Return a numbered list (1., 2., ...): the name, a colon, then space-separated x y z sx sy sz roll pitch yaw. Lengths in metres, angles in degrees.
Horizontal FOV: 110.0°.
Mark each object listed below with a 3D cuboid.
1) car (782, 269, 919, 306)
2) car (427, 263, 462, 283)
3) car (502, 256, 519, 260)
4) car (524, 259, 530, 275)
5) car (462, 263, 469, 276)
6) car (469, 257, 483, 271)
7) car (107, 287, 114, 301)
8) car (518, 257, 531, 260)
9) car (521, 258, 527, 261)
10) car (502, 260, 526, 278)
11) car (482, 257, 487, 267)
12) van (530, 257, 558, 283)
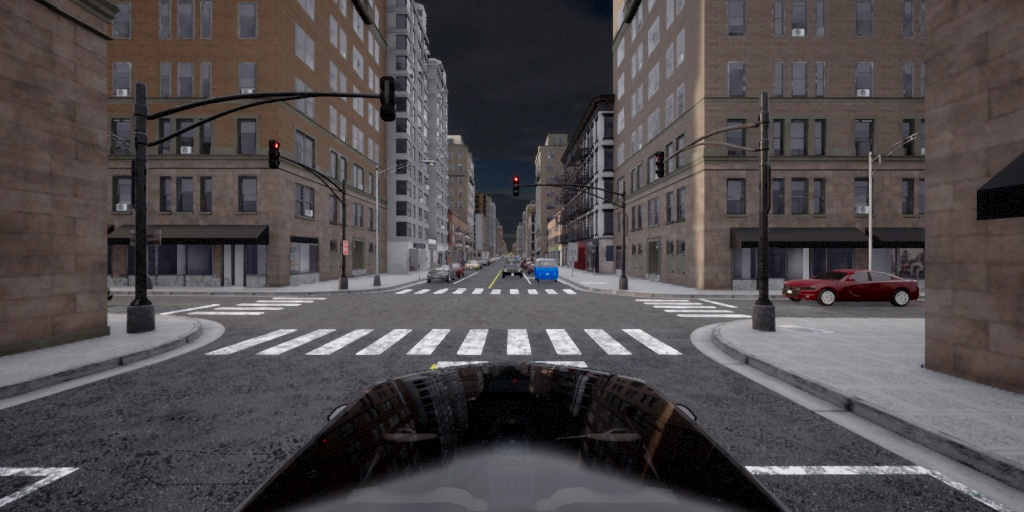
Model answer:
1. car: 14.788 1.326 15.848 5.008 1.535 1.882 0 0 1
2. car: -5.439 1.299 27.958 2.007 1.370 4.403 0 0 0
3. car: -0.092 1.088 59.662 2.097 1.767 4.553 0 0 0
4. car: 2.564 1.330 39.345 1.802 1.307 4.207 0 0 0
5. car: -5.450 1.293 33.640 1.888 1.381 4.507 0 0 0
6. car: -5.483 1.269 50.516 1.751 1.417 4.829 0 0 0
7. car: -17.752 1.198 12.787 5.357 1.411 2.033 0 0 0
8. car: 2.531 1.054 56.390 2.192 1.841 5.009 0 0 0
9. car: 2.542 1.326 50.708 1.802 1.307 4.207 0 0 0
10. car: 0.036 1.349 34.490 1.895 1.301 4.718 0 0 0
11. car: -5.494 1.305 56.368 1.948 1.339 4.313 0 0 0
12. van: 2.586 1.089 27.982 1.690 1.789 3.998 0 0 0
